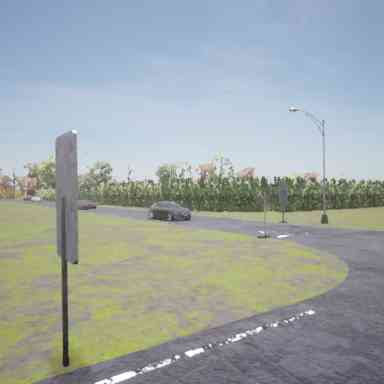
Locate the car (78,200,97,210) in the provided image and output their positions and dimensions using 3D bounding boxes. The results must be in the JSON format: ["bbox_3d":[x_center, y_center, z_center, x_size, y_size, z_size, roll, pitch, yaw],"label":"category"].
[{"bbox_3d":[-14.607,1.739,45.608,1.994,1.385,4.181,-1,0,-36],"label":"car"}]

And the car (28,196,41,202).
[{"bbox_3d":[-39.836,1.829,84.791,1.812,1.442,4.674,-1,0,-36],"label":"car"}]

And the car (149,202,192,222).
[{"bbox_3d":[-1.925,1.597,27.901,1.837,1.490,4.892,-1,1,-35],"label":"car"}]
